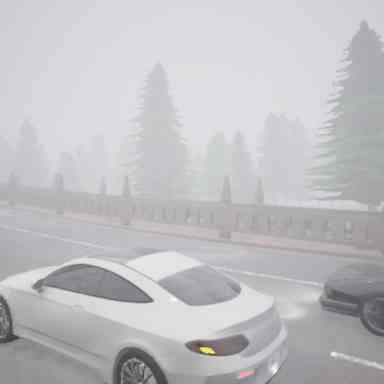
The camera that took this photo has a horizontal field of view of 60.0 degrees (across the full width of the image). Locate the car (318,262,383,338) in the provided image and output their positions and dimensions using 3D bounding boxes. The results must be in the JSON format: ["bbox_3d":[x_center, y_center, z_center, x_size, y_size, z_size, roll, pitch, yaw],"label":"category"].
[{"bbox_3d":[4.788,1.530,4.858,5.357,1.411,2.033,-1,0,36],"label":"car"}]

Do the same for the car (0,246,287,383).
[{"bbox_3d":[-1.043,1.523,4.726,4.674,1.442,1.812,1,0,36],"label":"car"}]
